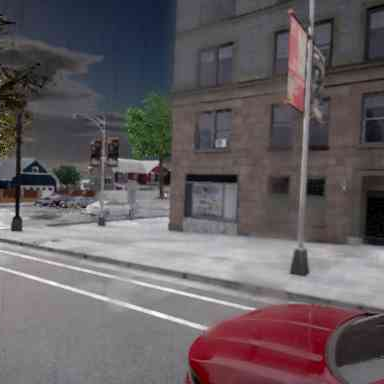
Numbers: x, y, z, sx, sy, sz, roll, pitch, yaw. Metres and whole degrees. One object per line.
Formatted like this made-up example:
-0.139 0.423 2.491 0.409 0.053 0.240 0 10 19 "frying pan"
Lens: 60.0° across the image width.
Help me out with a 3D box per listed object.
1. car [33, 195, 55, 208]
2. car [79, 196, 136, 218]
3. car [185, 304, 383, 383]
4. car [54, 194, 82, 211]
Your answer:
-13.919 0.938 35.492 2.033 1.411 5.357 3 2 36 "car"
-6.853 1.382 28.416 1.812 1.442 4.674 3 2 36 "car"
2.222 1.485 2.099 5.008 1.535 1.882 1 0 36 "car"
-11.216 1.111 33.689 1.994 1.385 4.181 3 2 36 "car"
